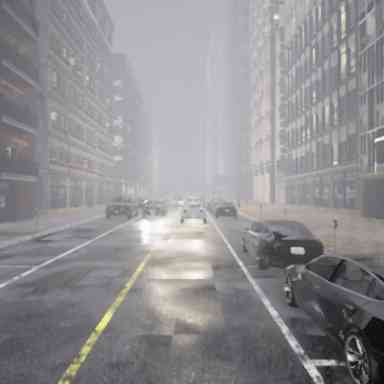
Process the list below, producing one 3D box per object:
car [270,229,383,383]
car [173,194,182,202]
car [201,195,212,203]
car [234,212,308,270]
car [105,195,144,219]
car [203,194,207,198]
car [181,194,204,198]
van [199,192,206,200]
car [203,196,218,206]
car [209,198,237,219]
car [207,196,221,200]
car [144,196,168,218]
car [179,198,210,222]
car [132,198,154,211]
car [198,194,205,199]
[{"bbox_3d":[2.702,1.545,4.956,1.947,1.339,4.313,1,0,0],"label":"car"},{"bbox_3d":[-2.990,1.210,69.045,1.812,1.442,4.674,0,0,0],"label":"car"},{"bbox_3d":[2.711,1.306,61.467,1.802,1.307,4.206,1,0,0],"label":"car"},{"bbox_3d":[2.703,1.520,10.607,1.947,1.339,4.313,1,0,0],"label":"car"},{"bbox_3d":[-5.670,1.194,27.563,2.192,1.841,5.009,1,0,0],"label":"car"},{"bbox_3d":[2.709,1.268,38.863,1.967,1.590,4.097,1,0,0],"label":"car"},{"bbox_3d":[0.104,1.316,42.264,2.163,1.488,4.792,0,0,0],"label":"car"},{"bbox_3d":[2.718,0.960,84.071,1.690,1.788,3.998,1,0,0],"label":"van"},{"bbox_3d":[2.709,1.327,50.165,2.008,1.369,4.403,1,0,0],"label":"car"},{"bbox_3d":[2.706,1.445,27.561,1.947,1.339,4.313,1,0,0],"label":"car"},{"bbox_3d":[2.707,1.398,33.211,1.887,1.381,4.507,1,0,0],"label":"car"},{"bbox_3d":[-3.095,1.366,28.504,2.128,1.511,4.902,0,0,0],"label":"car"},{"bbox_3d":[0.104,1.417,24.667,1.812,1.442,4.674,0,0,0],"label":"car"},{"bbox_3d":[-5.673,1.394,38.866,1.947,1.339,4.313,1,0,0],"label":"car"},{"bbox_3d":[2.715,1.147,95.373,1.802,1.307,4.206,1,0,0],"label":"car"}]
